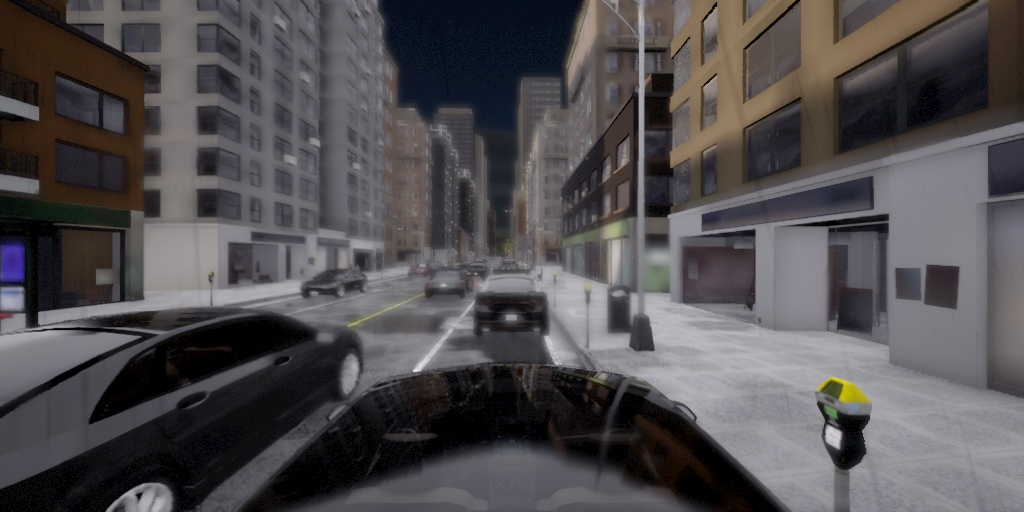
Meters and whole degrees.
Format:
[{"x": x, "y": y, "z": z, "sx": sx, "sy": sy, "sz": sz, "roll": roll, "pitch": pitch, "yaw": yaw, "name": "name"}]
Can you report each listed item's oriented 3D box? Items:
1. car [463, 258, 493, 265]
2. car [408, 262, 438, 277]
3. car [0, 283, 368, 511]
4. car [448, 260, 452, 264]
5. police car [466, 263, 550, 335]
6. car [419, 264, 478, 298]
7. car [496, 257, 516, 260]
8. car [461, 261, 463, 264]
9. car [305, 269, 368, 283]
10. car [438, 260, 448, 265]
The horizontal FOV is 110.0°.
[{"x": -3.127, "y": 1.258, "z": 33.596, "sx": 1.837, "sy": 1.490, "sz": 4.892, "roll": 0, "pitch": 1, "yaw": 0, "name": "car"}, {"x": -8.814, "y": 1.333, "z": 34.778, "sx": 1.802, "sy": 1.307, "sz": 4.207, "roll": 0, "pitch": 0, "yaw": 0, "name": "car"}, {"x": -3.145, "y": 1.257, "z": 3.496, "sx": 1.837, "sy": 1.490, "sz": 4.892, "roll": 0, "pitch": 1, "yaw": 0, "name": "car"}, {"x": -8.814, "y": 1.191, "z": 45.828, "sx": 1.967, "sy": 1.591, "sz": 4.097, "roll": 0, "pitch": 0, "yaw": 0, "name": "car"}, {"x": -0.012, "y": 1.175, "z": 10.610, "sx": 1.930, "sy": 1.638, "sz": 5.238, "roll": 0, "pitch": 0, "yaw": 0, "name": "police car"}, {"x": -3.129, "y": 1.315, "z": 18.563, "sx": 1.994, "sy": 1.385, "sz": 4.181, "roll": 0, "pitch": 0, "yaw": 1, "name": "car"}, {"x": -0.288, "y": 1.066, "z": 40.309, "sx": 2.192, "sy": 1.841, "sz": 5.009, "roll": 0, "pitch": 0, "yaw": 0, "name": "car"}, {"x": -6.160, "y": 1.353, "z": 47.900, "sx": 1.895, "sy": 1.301, "sz": 4.718, "roll": 0, "pitch": 0, "yaw": 0, "name": "car"}, {"x": -8.813, "y": 1.316, "z": 18.202, "sx": 1.948, "sy": 1.339, "sz": 4.313, "roll": 0, "pitch": 0, "yaw": 0, "name": "car"}, {"x": -8.814, "y": 1.317, "z": 40.303, "sx": 1.948, "sy": 1.339, "sz": 4.313, "roll": 0, "pitch": 0, "yaw": 0, "name": "car"}]
